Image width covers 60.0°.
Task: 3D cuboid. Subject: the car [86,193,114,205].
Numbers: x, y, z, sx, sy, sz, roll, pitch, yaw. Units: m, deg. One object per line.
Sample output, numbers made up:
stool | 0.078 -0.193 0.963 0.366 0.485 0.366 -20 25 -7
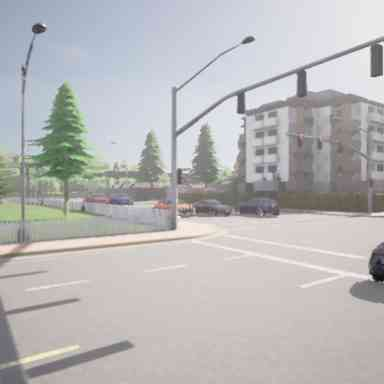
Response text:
car | -13.696 1.211 48.197 2.150 2.045 5.566 0 0 -34

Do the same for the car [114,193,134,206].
car | -10.679 1.211 49.979 2.150 2.045 5.566 0 0 -34

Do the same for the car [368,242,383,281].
car | 6.361 1.558 8.688 4.181 1.385 1.994 0 0 -40

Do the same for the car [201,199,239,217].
car | 1.818 1.491 31.334 1.837 1.490 4.892 0 0 -34

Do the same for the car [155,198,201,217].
car | -1.596 1.342 30.136 2.097 1.767 4.553 0 0 -34

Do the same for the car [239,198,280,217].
car | 6.107 1.336 31.596 2.097 1.767 4.553 0 0 -34
